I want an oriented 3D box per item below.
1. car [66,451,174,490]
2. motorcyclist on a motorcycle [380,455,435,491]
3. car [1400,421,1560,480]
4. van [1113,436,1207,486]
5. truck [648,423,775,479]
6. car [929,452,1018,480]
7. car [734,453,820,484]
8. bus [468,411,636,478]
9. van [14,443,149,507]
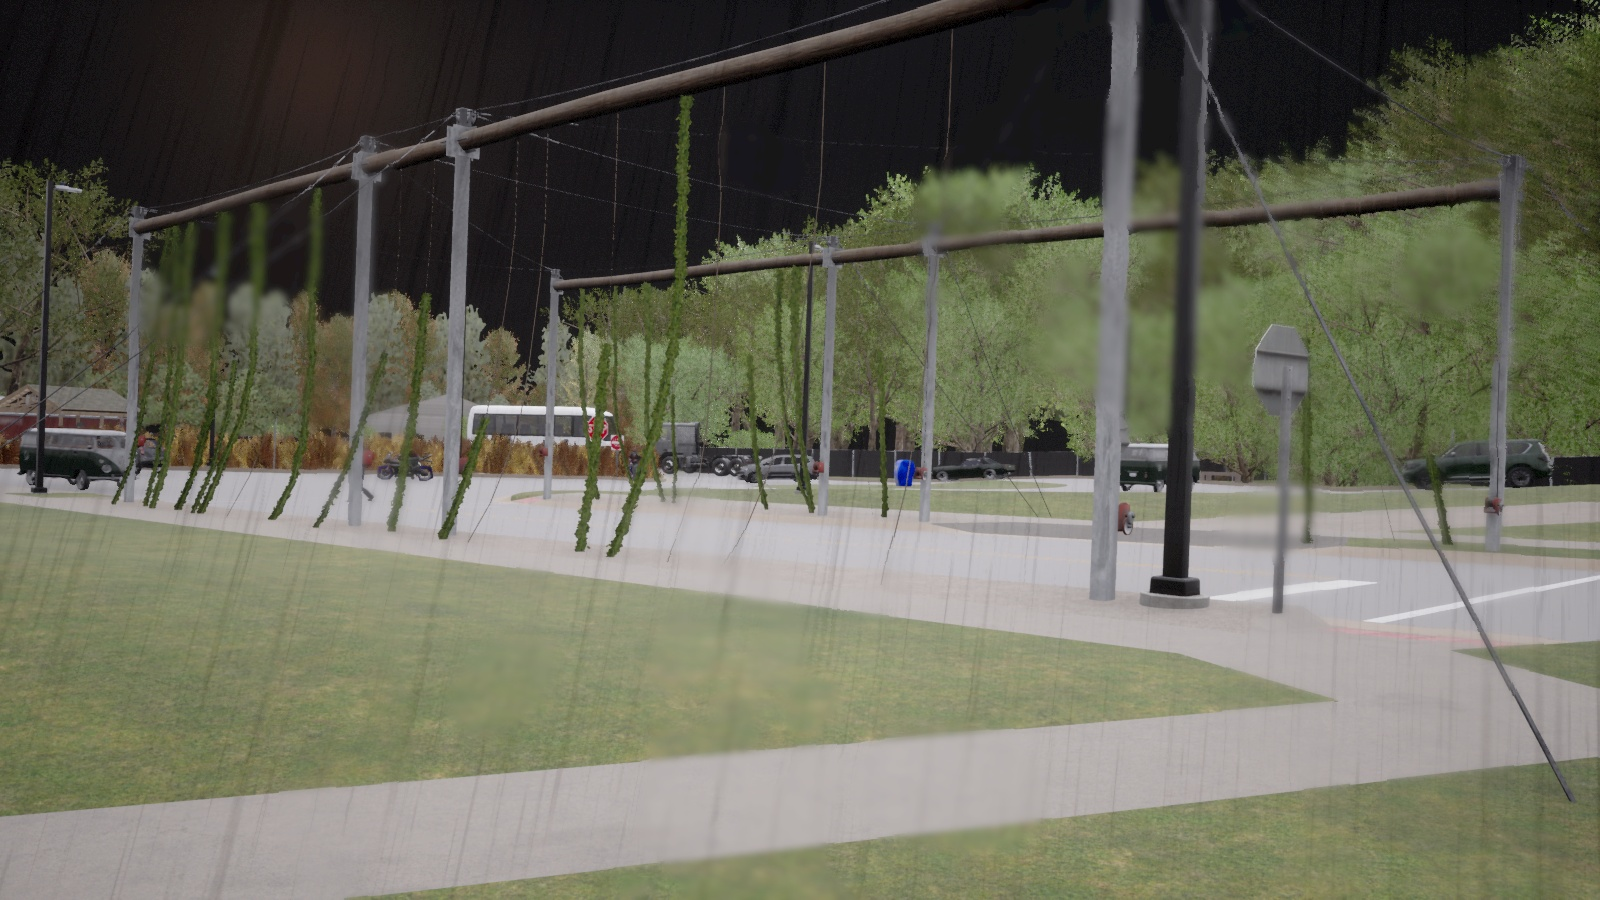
[{"bbox_3d":[-28.301,0.828,52.299,3.633,1.501,1.845,1,1,14],"label":"car"},{"bbox_3d":[-16.922,0.985,54.116,2.191,1.530,0.866,0,1,-21],"label":"motorcyclist on a motorcycle"},{"bbox_3d":[28.385,0.049,52.644,5.566,2.045,2.150,-4,-2,21],"label":"car"},{"bbox_3d":[14.934,0.412,52.016,4.442,1.987,1.775,-1,1,-44],"label":"van"},{"bbox_3d":[-5.779,0.028,81.616,7.936,3.462,2.891,0,1,27],"label":"truck"},{"bbox_3d":[10.047,0.938,72.815,4.718,1.301,1.895,-5,-2,27],"label":"car"},{"bbox_3d":[-1.331,1.048,72.225,4.611,1.667,2.242,-1,0,-11],"label":"car"},{"bbox_3d":[-16.412,-0.398,83.295,10.273,4.253,3.944,0,1,14],"label":"bus"},{"bbox_3d":[-24.263,0.811,42.405,4.442,1.987,1.775,1,1,26],"label":"van"}]
